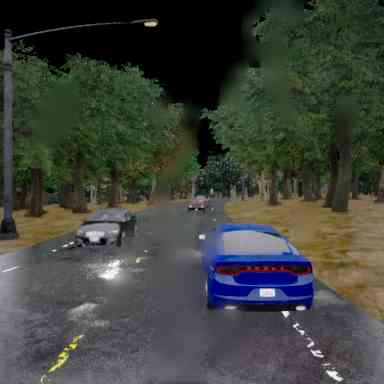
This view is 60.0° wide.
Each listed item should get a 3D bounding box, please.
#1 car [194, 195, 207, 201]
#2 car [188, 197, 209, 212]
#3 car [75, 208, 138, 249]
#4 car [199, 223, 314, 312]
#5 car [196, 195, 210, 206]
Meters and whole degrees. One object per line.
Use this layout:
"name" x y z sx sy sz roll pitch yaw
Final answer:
"car" 1.870 1.287 73.120 2.033 1.411 5.357 0 0 12
"car" 0.618 1.525 36.988 1.895 1.301 4.718 0 0 4
"car" -3.598 1.484 14.727 2.128 1.511 4.902 0 0 0
"car" 1.216 1.476 7.856 1.882 1.535 5.008 0 0 0
"car" 1.343 1.222 46.975 2.097 1.767 4.553 0 0 7
